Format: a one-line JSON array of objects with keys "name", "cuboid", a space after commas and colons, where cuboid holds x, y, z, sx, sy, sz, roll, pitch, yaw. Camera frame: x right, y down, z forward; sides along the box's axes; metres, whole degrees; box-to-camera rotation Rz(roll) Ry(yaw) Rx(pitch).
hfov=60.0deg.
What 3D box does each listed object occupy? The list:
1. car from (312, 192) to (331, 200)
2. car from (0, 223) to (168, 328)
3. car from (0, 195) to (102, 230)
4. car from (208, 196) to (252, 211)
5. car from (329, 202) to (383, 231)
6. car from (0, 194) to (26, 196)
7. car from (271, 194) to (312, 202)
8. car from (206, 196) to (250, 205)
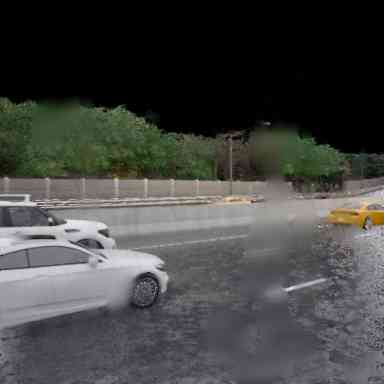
[{"name": "car", "cuboid": [19.696, 0.772, 52.023, 5.008, 1.535, 1.882, -1, 1, -35]}, {"name": "car", "cuboid": [-2.672, 1.522, 6.135, 4.674, 1.442, 1.812, 0, 0, -35]}, {"name": "car", "cuboid": [-4.894, 1.218, 8.851, 5.566, 2.045, 2.150, 0, 0, -35]}, {"name": "car", "cuboid": [4.234, 1.242, 37.008, 4.892, 1.490, 1.837, -1, 0, -35]}, {"name": "car", "cuboid": [10.124, 1.302, 19.506, 5.008, 1.535, 1.882, -1, 1, -35]}, {"name": "car", "cuboid": [-15.825, 1.213, 27.095, 5.566, 2.045, 2.150, 0, 0, -35]}, {"name": "car", "cuboid": [8.769, 1.218, 31.641, 4.902, 1.511, 2.128, -1, 1, -35]}, {"name": "car", "cuboid": [3.491, 1.269, 32.204, 5.008, 1.535, 1.882, -1, 1, -35]}]
